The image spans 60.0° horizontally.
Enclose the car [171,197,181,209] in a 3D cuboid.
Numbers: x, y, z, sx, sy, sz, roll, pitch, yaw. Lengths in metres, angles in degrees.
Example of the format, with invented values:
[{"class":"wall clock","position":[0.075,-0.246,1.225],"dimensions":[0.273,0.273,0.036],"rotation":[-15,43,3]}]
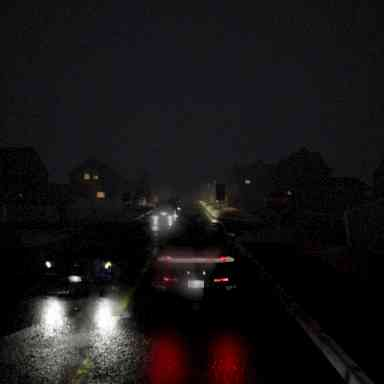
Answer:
[{"class":"car","position":[-2.905,1.736,45.303],"dimensions":[1.895,1.301,4.718],"rotation":[0,0,0]}]

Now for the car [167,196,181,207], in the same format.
[{"class":"car","position":[-2.915,1.540,55.574],"dimensions":[2.097,1.767,4.553],"rotation":[0,0,1]}]

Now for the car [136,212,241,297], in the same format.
[{"class":"car","position":[0.134,1.504,8.624],"dimensions":[2.128,1.511,4.902],"rotation":[0,0,1]}]

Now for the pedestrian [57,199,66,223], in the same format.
[{"class":"pedestrian","position":[-9.848,1.408,24.848],"dimensions":[0.375,1.860,0.375],"rotation":[0,-3,-1]}]

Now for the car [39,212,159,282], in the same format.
[{"class":"car","position":[-2.463,1.565,10.082],"dimensions":[2.033,1.411,5.357],"rotation":[0,0,3]}]

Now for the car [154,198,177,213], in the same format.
[{"class":"car","position":[-2.908,1.617,35.228],"dimensions":[1.812,1.442,4.674],"rotation":[0,0,0]}]
